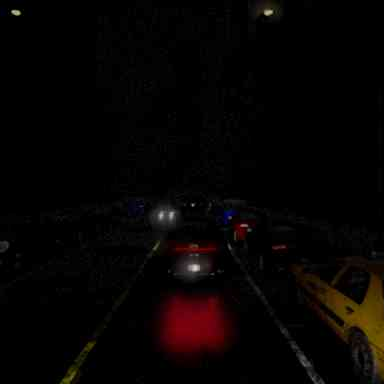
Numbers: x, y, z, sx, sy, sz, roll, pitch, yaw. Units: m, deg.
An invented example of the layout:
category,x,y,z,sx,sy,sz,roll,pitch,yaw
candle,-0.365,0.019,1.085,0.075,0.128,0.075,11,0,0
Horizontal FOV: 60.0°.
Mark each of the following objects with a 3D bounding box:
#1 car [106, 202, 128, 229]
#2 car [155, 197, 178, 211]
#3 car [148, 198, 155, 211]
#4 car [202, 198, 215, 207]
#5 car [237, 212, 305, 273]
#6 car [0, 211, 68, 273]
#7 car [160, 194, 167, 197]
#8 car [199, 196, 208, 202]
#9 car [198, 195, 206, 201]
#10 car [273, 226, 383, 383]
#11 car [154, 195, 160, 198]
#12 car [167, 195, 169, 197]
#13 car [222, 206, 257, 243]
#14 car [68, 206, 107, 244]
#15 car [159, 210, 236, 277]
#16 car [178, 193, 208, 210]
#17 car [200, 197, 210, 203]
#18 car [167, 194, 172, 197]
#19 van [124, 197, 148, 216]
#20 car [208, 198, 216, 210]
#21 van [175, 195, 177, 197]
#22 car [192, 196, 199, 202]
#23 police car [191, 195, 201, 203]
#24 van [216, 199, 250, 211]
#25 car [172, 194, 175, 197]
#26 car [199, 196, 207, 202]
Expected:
category,x,y,z,sx,sy,sz,roll,pitch,yaw
car,-5.761,1.586,21.719,1.887,1.381,4.507,0,0,0
car,-3.095,1.643,41.135,1.994,1.385,4.181,0,0,0
car,-5.762,1.656,38.523,1.802,1.307,4.206,0,0,0
car,2.763,1.652,55.340,1.887,1.381,4.507,0,0,0
car,2.765,1.565,10.524,1.887,1.381,4.507,0,0,0
car,-5.760,1.460,10.515,1.967,1.590,4.097,0,0,0
car,-5.762,1.547,55.329,1.967,1.590,4.097,0,0,0
car,2.761,1.719,77.749,1.947,1.339,4.313,0,0,0
car,2.761,1.620,88.953,1.967,1.590,4.097,0,0,0
car,2.765,1.535,5.091,1.752,1.417,4.829,0,0,0
car,-5.762,1.525,44.126,1.967,1.590,4.097,0,0,0
car,-5.763,1.683,60.930,1.947,1.339,4.313,0,0,0
car,2.765,1.576,16.125,1.887,1.381,4.507,0,0,0
car,-5.761,1.575,16.116,1.887,1.381,4.507,0,0,0
car,0.067,1.526,10.261,1.837,1.490,4.892,0,0,0
car,0.094,1.284,32.340,2.150,2.045,5.566,0,0,0
car,2.762,1.707,72.147,1.947,1.339,4.313,0,0,0
car,-5.762,1.444,66.533,2.192,1.841,5.009,0,0,0
van,-5.761,1.404,32.923,1.690,1.788,3.998,0,0,0
car,2.764,1.608,32.932,1.887,1.381,4.507,0,0,0
van,-5.764,1.521,88.939,1.690,1.788,3.998,0,0,0
car,0.837,1.668,81.998,1.837,1.490,4.892,0,0,0
police car,0.856,1.567,72.105,1.930,1.638,5.238,0,0,0
van,2.765,1.383,21.728,1.690,1.788,3.998,0,0,0
car,-5.763,1.468,77.736,2.192,1.841,5.009,0,0,0
car,2.761,1.717,83.350,2.008,1.369,4.403,0,0,0
